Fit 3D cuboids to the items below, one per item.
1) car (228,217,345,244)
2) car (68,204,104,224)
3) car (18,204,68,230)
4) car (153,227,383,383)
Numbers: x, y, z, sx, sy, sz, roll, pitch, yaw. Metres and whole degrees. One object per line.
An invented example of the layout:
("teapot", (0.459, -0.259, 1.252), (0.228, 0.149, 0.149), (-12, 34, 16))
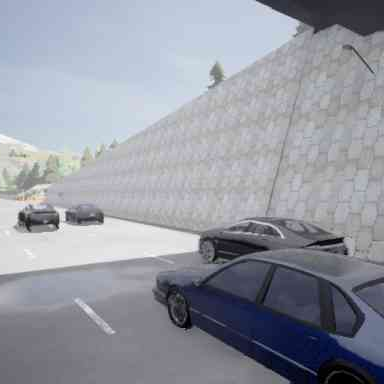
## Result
("car", (2.088, 1.491, 9.864), (2.128, 1.511, 4.902), (0, 0, -34))
("car", (-8.064, 1.563, 24.800), (1.994, 1.385, 4.181), (0, 0, -34))
("car", (-9.730, 1.491, 21.023), (2.128, 1.511, 4.902), (0, 0, -34))
("car", (1.425, 1.547, 4.615), (2.033, 1.411, 5.357), (0, 0, -34))
